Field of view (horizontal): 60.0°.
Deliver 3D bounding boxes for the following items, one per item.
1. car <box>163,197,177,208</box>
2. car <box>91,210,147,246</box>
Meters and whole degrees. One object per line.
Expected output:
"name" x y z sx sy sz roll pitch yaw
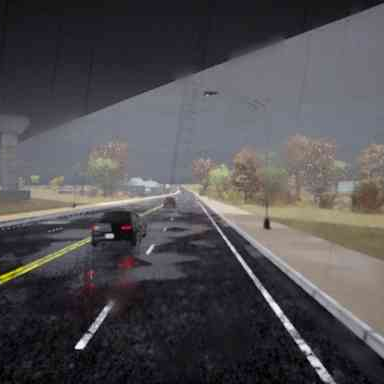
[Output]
"car" -3.215 1.513 49.571 1.837 1.490 4.892 0 0 0
"car" -3.164 1.529 15.051 1.812 1.442 4.674 0 0 0
